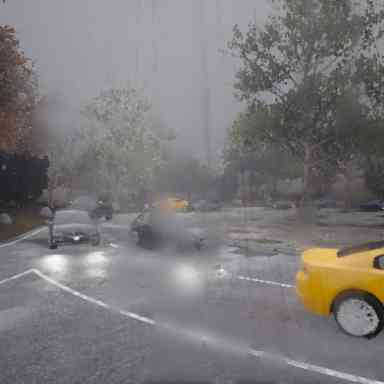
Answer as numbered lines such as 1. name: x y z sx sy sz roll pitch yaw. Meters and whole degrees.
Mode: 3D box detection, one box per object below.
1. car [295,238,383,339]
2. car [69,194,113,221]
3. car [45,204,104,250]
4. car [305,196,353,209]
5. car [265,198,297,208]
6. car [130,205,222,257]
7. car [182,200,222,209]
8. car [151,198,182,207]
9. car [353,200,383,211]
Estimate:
1. car: 4.228 1.477 5.159 5.008 1.535 1.882 0 0 30
2. car: -7.602 1.216 24.755 2.150 2.045 5.566 0 1 4
3. car: -5.352 1.505 14.714 1.837 1.490 4.892 0 0 -25
4. car: 16.827 1.272 42.147 5.357 1.411 2.033 -6 -9 12
5. car: 12.124 1.492 45.347 4.181 1.385 1.994 0 0 -3
6. car: -0.841 1.504 13.202 1.837 1.490 4.892 -2 1 -35
7. car: 1.414 1.553 37.513 4.181 1.385 1.994 0 0 -40
8. car: -2.462 1.475 38.051 1.882 1.535 5.008 0 0 43
9. car: 21.768 1.652 40.423 4.718 1.301 1.895 2 1 27
